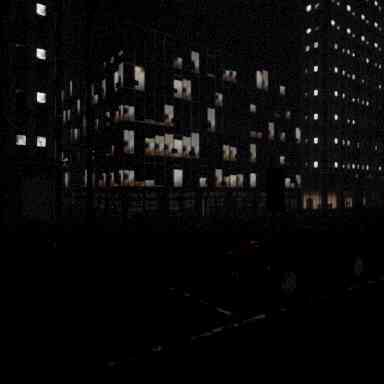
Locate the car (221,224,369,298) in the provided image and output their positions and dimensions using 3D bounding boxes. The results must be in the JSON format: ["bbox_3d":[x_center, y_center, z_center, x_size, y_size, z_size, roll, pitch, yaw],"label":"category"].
[{"bbox_3d":[2.756,1.543,8.530,4.507,1.381,1.887,0,0,-36],"label":"car"}]
